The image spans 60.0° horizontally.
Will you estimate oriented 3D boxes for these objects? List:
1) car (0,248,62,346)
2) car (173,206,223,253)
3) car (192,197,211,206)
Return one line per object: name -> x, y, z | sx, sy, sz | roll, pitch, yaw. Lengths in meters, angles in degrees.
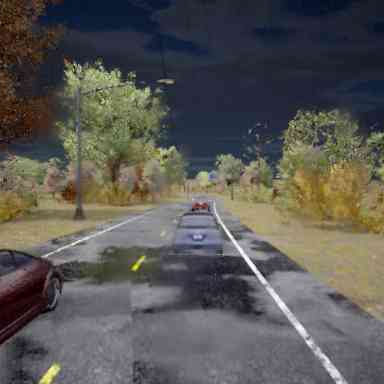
car -> -3.558, 1.560, 4.869 | 1.994, 1.385, 4.181 | 0, 0, 0
car -> 0.242, 1.540, 13.609 | 2.033, 1.411, 5.357 | 0, 0, 1
car -> 1.107, 1.323, 38.990 | 2.097, 1.767, 4.553 | 0, 0, 3
